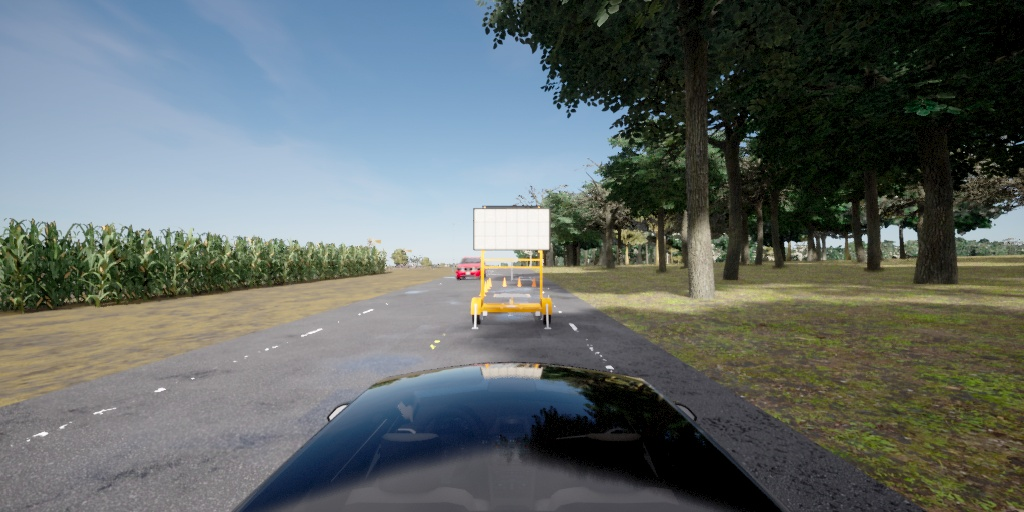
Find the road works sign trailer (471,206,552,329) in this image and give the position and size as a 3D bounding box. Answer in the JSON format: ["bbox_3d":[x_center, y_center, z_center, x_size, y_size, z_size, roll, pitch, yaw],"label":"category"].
[{"bbox_3d":[-0.004,0.230,11.284,2.380,3.560,2.880,0,0,1],"label":"road works sign trailer"}]

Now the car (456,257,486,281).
[{"bbox_3d":[-3.520,1.067,31.489,2.150,2.045,5.566,0,0,0],"label":"car"}]
